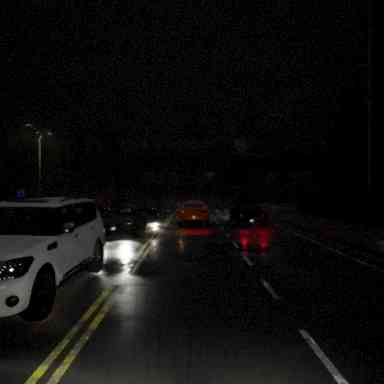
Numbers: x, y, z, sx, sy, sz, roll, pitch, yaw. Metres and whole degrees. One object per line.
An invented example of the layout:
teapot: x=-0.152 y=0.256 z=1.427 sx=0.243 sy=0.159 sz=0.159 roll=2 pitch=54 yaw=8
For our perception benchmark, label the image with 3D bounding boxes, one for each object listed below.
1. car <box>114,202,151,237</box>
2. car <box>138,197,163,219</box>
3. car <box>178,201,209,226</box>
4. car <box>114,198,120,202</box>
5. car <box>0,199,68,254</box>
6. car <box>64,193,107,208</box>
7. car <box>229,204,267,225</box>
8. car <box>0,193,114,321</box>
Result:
car: x=-3.504 y=1.434 z=16.863 sx=1.994 sy=1.385 sz=4.181 roll=0 pitch=0 yaw=0
car: x=-3.494 y=1.189 z=26.995 sx=1.882 sy=1.535 sz=5.008 roll=0 pitch=0 yaw=0
car: x=0.107 y=1.308 z=21.991 sx=1.882 sy=1.535 sz=5.008 roll=0 pitch=0 yaw=0
car: x=-6.994 y=1.189 z=26.996 sx=1.882 sy=1.535 sz=5.008 roll=0 pitch=0 yaw=0
car: x=-7.035 y=1.246 z=13.736 sx=2.097 sy=1.767 sz=4.553 roll=0 pitch=0 yaw=1
car: x=-12.953 y=0.983 z=40.636 sx=4.553 sy=1.767 sz=2.097 roll=0 pitch=0 yaw=0
car: x=3.605 y=1.430 z=22.227 sx=1.895 sy=1.301 sz=4.718 roll=0 pitch=0 yaw=0
car: x=-3.570 y=1.163 z=7.502 sx=2.150 sy=2.045 sz=5.566 roll=0 pitch=0 yaw=0
